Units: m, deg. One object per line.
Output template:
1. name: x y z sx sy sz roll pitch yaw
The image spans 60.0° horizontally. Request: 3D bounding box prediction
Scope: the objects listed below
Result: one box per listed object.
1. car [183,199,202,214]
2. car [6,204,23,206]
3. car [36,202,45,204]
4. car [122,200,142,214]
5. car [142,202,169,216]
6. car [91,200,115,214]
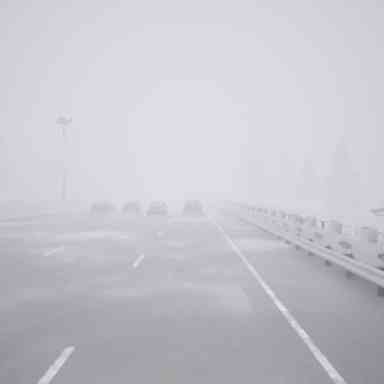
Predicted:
1. car: 0.100 1.562 38.061 2.097 1.767 4.553 0 -1 0
2. car: -31.509 2.054 58.011 2.128 1.511 4.902 0 -1 0
3. car: -27.991 2.225 63.266 1.837 1.490 4.892 0 -1 -1
4. car: -6.901 1.730 39.008 1.837 1.490 4.892 0 -1 0
5. car: -3.401 1.695 33.718 2.033 1.411 5.357 0 -1 0
6. car: -10.400 1.706 39.229 1.882 1.535 5.008 0 -1 0
